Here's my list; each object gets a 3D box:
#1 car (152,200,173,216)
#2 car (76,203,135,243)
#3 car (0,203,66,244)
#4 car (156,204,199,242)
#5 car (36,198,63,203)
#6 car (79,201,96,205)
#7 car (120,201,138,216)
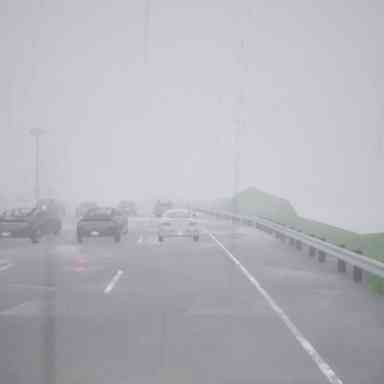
[{"bbox_3d":[-2.796,1.492,32.597,2.128,1.511,4.902,0,0,-10],"label":"car"},{"bbox_3d":[-4.208,1.492,16.120,2.128,1.511,4.902,0,0,-5],"label":"car"},{"bbox_3d":[-7.695,1.492,15.820,2.128,1.511,4.902,0,0,-5],"label":"car"},{"bbox_3d":[-0.721,1.530,16.420,1.812,1.442,4.674,0,0,-5],"label":"car"},{"bbox_3d":[-13.141,1.363,30.798,2.097,1.767,4.553,0,0,-10],"label":"car"},{"bbox_3d":[-9.696,1.570,31.417,1.994,1.385,4.181,0,0,-10],"label":"car"},{"bbox_3d":[-6.246,1.560,32.007,2.033,1.411,5.357,0,0,-10],"label":"car"}]
